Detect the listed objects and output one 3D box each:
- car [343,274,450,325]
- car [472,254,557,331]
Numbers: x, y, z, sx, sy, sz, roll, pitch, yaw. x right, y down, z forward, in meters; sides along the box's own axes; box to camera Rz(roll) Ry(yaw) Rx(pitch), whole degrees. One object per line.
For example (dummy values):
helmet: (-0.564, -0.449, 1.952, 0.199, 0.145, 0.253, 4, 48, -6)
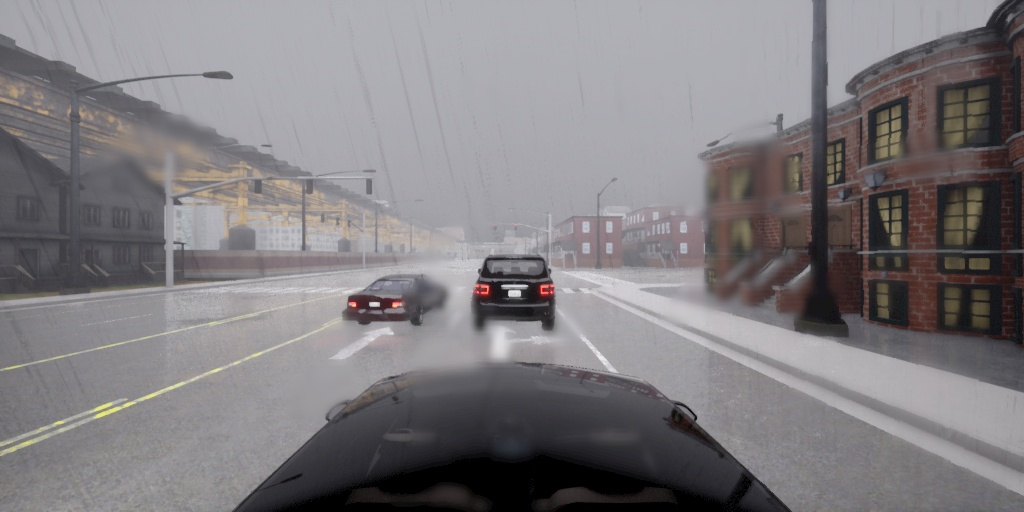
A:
car: (-3.443, 1.297, 11.757, 2.033, 1.411, 5.357, 0, 0, 2)
car: (0.082, 0.971, 11.076, 2.150, 2.045, 5.566, 0, 0, 0)
